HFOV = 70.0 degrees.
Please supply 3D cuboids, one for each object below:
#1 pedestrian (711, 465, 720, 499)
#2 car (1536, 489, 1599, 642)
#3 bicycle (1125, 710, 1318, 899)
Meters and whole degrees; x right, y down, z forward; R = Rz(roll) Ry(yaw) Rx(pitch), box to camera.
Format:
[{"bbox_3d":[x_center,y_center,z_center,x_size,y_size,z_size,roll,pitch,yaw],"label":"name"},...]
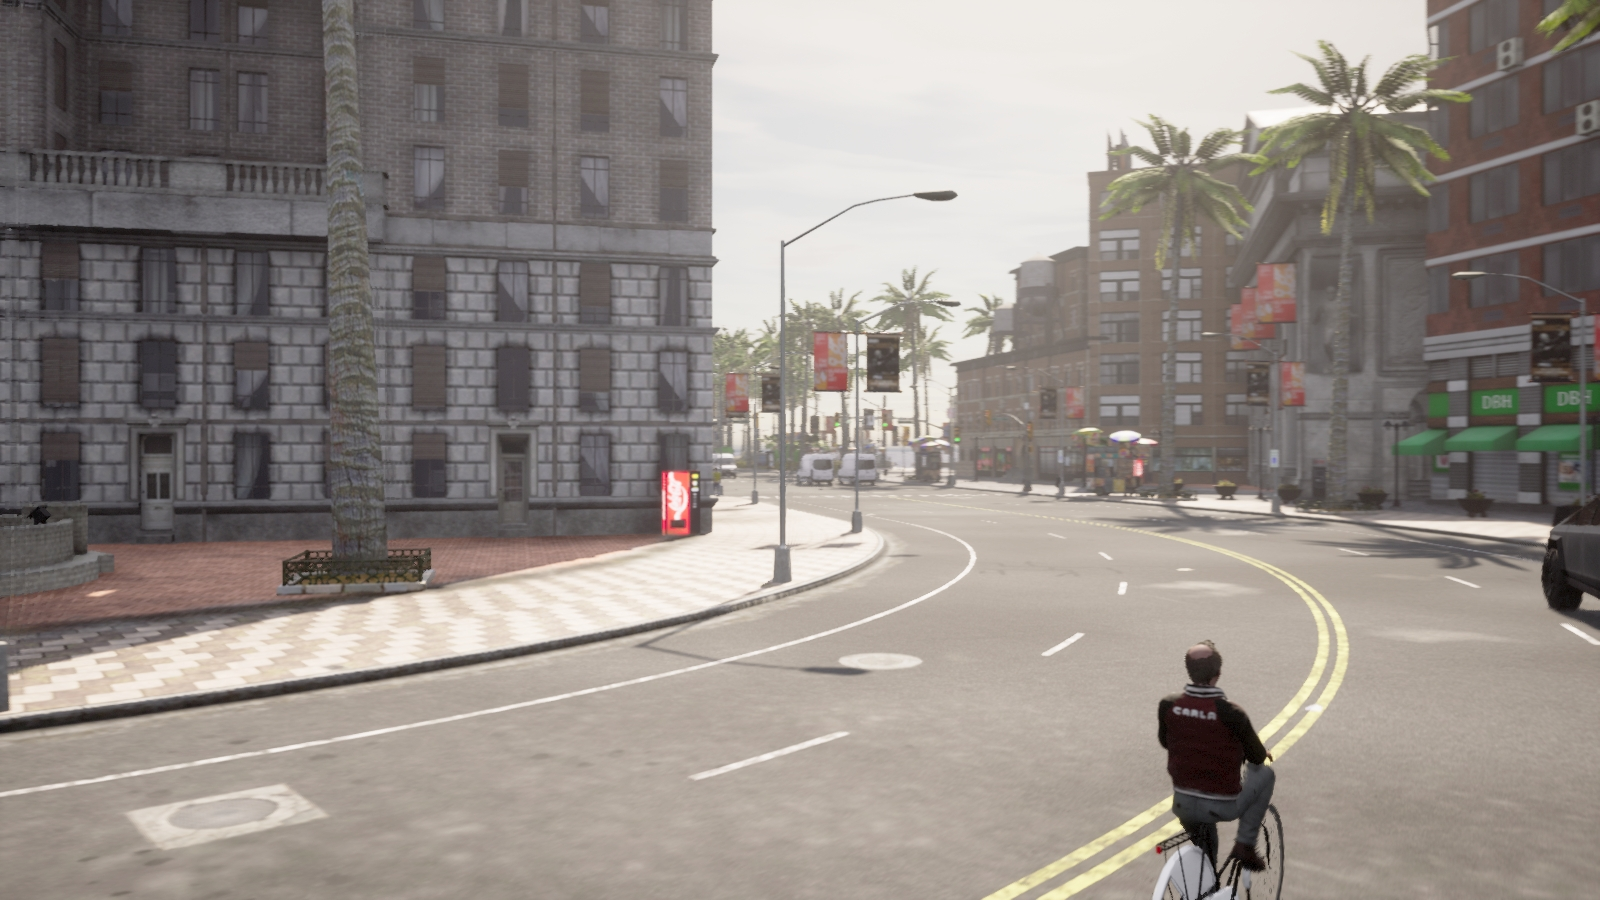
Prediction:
[{"bbox_3d":[-4.643,1.761,62.828,0.375,1.860,0.375,0,0,-26],"label":"pedestrian"},{"bbox_3d":[13.439,1.762,17.713,2.390,2.098,6.274,0,0,23],"label":"car"},{"bbox_3d":[2.392,2.215,6.350,0.329,1.171,1.835,-1,0,42],"label":"bicycle"}]
